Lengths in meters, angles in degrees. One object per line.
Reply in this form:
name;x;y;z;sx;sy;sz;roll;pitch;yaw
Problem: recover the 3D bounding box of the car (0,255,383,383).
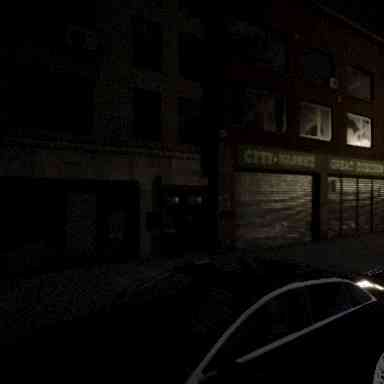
car;0.346;1.493;3.318;4.902;1.511;2.128;0;0;-35
